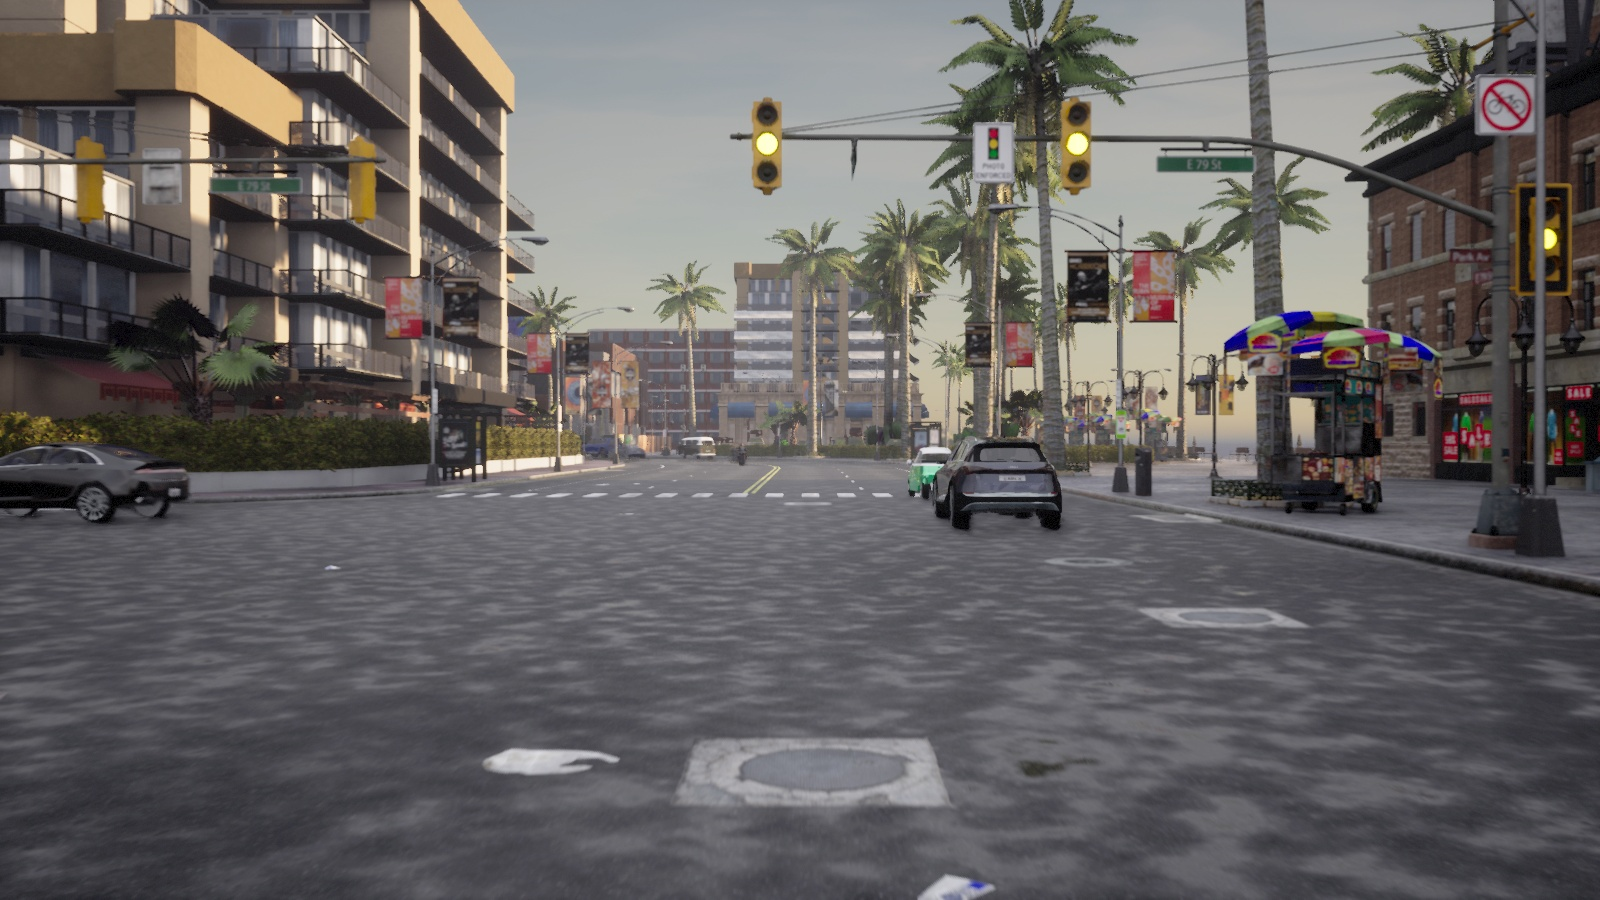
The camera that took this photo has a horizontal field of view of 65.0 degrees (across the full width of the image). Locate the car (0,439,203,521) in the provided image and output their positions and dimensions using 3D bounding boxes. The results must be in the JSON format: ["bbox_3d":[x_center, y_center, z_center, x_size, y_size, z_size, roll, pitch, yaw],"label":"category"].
[{"bbox_3d":[-14.568,0.553,24.515,4.902,1.511,2.128,0,0,8],"label":"car"}]

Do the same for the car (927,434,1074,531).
[{"bbox_3d":[3.650,0.546,23.772,2.033,1.649,4.856,0,0,0],"label":"car"}]

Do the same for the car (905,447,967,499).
[{"bbox_3d":[3.711,0.610,34.449,1.481,1.376,2.207,0,1,0],"label":"car"}]
